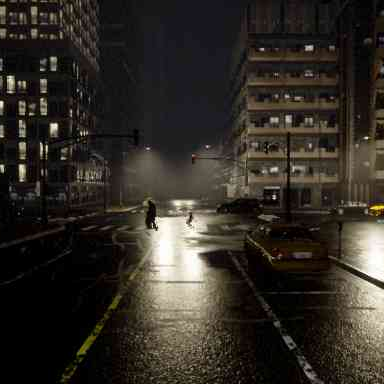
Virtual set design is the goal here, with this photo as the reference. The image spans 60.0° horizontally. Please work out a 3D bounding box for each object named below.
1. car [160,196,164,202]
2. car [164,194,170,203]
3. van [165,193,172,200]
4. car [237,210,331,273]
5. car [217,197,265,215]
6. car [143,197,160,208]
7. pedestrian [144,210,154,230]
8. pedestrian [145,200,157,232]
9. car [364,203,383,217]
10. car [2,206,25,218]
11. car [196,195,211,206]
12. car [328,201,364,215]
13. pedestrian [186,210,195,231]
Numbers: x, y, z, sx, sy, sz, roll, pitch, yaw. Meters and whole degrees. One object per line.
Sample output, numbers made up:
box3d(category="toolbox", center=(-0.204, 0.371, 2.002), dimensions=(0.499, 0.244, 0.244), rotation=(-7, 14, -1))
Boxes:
box3d(category="car", center=(-6.166, 1.554, 53.884), dimensions=(1.947, 1.339, 4.313), rotation=(-1, 0, 0))
box3d(category="car", center=(-6.313, 1.531, 70.846), dimensions=(1.887, 1.381, 4.507), rotation=(-1, 0, 0))
box3d(category="van", center=(-6.512, 1.325, 93.465), dimensions=(1.690, 1.788, 3.998), rotation=(-1, 0, 0))
box3d(category="car", center=(2.720, 1.522, 10.520), dimensions=(1.752, 1.417, 4.829), rotation=(-1, 0, 0))
box3d(category="car", center=(4.773, 1.350, 32.469), dimensions=(4.553, 1.767, 2.097), rotation=(1, 0, 21))
box3d(category="car", center=(-6.116, 1.514, 48.060), dimensions=(1.752, 1.417, 4.829), rotation=(-1, 0, 0))
box3d(category="pedestrian", center=(-2.580, 1.668, 19.834), dimensions=(0.500, 1.100, 0.500), rotation=(-1, 1, 0))
box3d(category="pedestrian", center=(-2.300, 1.289, 18.631), dimensions=(0.375, 1.860, 0.375), rotation=(-1, 1, 0))
box3d(category="car", center=(19.280, 1.620, 30.989), dimensions=(5.008, 1.535, 1.882), rotation=(0, 1, 0))
box3d(category="car", center=(-16.787, 1.491, 27.997), dimensions=(4.718, 1.301, 1.895), rotation=(0, 1, 0))
box3d(category="car", center=(2.214, 1.539, 53.957), dimensions=(2.008, 1.369, 4.403), rotation=(-1, 0, 0))
box3d(category="car", center=(16.027, 1.624, 33.599), dimensions=(4.403, 1.369, 2.008), rotation=(0, 0, 0))
box3d(category="pedestrian", center=(-0.062, 1.289, 19.248), dimensions=(0.375, 1.860, 0.375), rotation=(-1, 1, 0))
